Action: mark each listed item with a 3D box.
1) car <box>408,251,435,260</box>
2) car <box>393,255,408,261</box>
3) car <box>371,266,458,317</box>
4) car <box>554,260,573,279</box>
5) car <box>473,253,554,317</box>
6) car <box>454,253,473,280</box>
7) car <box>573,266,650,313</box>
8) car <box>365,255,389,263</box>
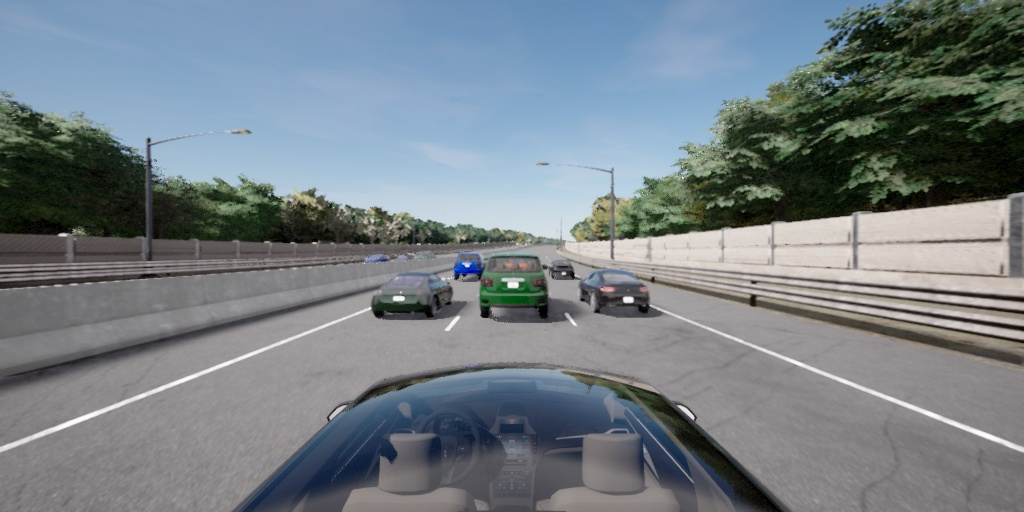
[{"bbox_3d":[-12.909,0.346,52.502,2.150,2.045,5.566,0,1,3],"label":"car"},{"bbox_3d":[-16.314,0.629,54.319,2.033,1.411,5.357,0,1,3],"label":"car"},{"bbox_3d":[-3.361,1.237,12.794,1.994,1.385,4.181,0,0,1],"label":"car"},{"bbox_3d":[3.945,1.013,29.235,1.837,1.490,4.892,0,1,2],"label":"car"},{"bbox_3d":[0.134,0.896,12.963,2.150,2.045,5.566,0,1,2],"label":"car"},{"bbox_3d":[-3.094,0.740,28.081,2.150,2.045,5.566,0,1,2],"label":"car"},{"bbox_3d":[3.651,1.197,13.413,1.812,1.442,4.674,0,0,1],"label":"car"},{"bbox_3d":[-19.885,0.594,52.963,1.882,1.535,5.008,0,1,3],"label":"car"}]
